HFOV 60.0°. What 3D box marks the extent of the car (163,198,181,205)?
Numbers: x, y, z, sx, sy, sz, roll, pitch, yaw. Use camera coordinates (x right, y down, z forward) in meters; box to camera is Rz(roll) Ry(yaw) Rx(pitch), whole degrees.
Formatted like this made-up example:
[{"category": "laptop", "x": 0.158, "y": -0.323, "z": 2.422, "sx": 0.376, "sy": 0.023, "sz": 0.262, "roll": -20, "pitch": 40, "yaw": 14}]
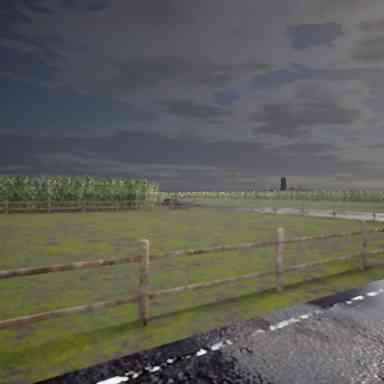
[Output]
[{"category": "car", "x": -3.865, "y": 1.755, "z": 63.689, "sx": 1.994, "sy": 1.385, "sz": 4.181, "roll": 0, "pitch": 0, "yaw": -35}]
